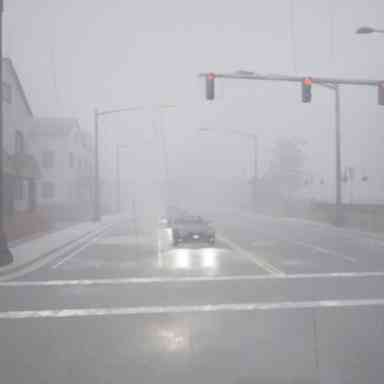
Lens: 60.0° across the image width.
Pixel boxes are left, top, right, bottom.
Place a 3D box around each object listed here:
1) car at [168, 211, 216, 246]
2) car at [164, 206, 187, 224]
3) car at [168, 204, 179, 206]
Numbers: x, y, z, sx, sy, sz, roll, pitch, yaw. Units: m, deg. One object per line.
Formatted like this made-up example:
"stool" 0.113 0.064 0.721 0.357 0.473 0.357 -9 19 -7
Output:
"car" -0.009 1.903 17.193 1.994 1.385 4.181 0 -1 -6
"car" -1.025 2.078 27.195 1.994 1.385 4.181 0 -1 -6
"car" -2.056 2.197 37.457 1.837 1.490 4.892 0 -1 -5
